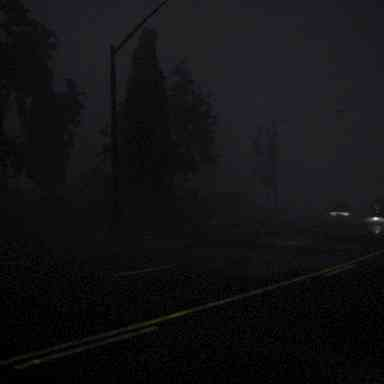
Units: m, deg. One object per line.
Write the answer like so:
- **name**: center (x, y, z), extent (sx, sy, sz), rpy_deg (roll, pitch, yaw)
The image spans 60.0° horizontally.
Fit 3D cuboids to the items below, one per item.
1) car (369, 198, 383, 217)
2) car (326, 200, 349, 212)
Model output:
- **car**: center (17.959, 1.335, 31.163), extent (2.097, 1.767, 4.553), rpy_deg (-1, -1, 22)
- **car**: center (17.301, 1.622, 39.831), extent (2.033, 1.411, 5.357), rpy_deg (-1, -1, 13)
